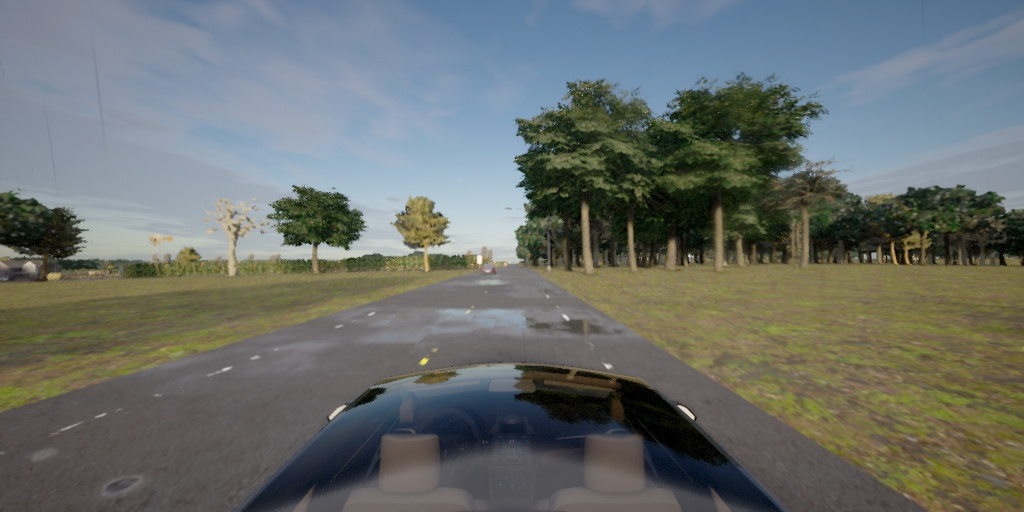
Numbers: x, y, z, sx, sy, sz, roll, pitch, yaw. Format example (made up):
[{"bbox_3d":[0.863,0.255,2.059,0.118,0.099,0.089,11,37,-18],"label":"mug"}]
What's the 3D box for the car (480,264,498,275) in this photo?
[{"bbox_3d":[-3.096,1.785,48.400,1.812,1.442,4.674,0,-1,1],"label":"car"}]
